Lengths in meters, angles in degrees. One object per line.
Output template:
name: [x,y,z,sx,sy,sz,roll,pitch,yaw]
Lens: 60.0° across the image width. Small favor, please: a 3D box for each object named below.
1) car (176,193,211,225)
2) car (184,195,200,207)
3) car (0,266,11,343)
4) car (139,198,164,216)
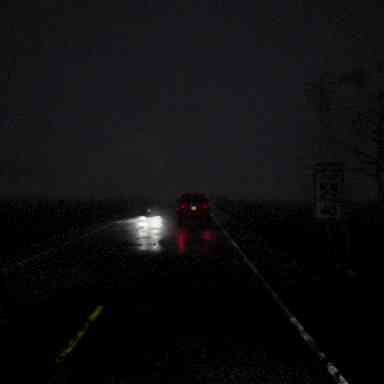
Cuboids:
car: [0.104,1.063,22.874,2.150,2.045,5.566,0,0,0]
car: [0.074,1.172,46.282,2.128,1.511,4.902,0,1,0]
car: [-3.885,1.330,3.117,2.097,1.767,4.553,0,0,4]
car: [-3.579,1.282,30.242,2.128,1.511,4.902,0,0,0]
